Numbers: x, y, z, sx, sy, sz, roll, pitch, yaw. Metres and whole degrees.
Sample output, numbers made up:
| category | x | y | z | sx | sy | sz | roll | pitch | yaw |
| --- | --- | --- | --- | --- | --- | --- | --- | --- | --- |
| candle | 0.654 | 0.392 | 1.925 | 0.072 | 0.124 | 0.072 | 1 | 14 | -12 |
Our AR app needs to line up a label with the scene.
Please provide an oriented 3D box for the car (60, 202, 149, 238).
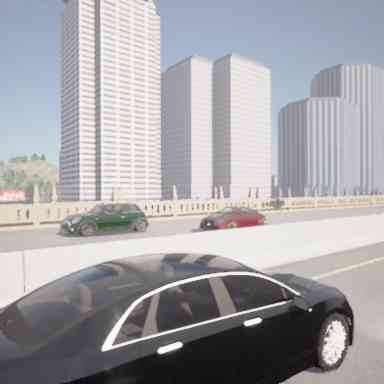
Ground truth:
| category | x | y | z | sx | sy | sz | roll | pitch | yaw |
| --- | --- | --- | --- | --- | --- | --- | --- | --- | --- |
| car | -4.702 | 1.394 | 18.158 | 4.553 | 1.767 | 2.097 | 0 | 0 | -38 |

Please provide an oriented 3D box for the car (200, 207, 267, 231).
| category | x | y | z | sx | sy | sz | roll | pitch | yaw |
| --- | --- | --- | --- | --- | --- | --- | --- | --- | --- |
| car | 2.480 | 1.570 | 19.371 | 4.181 | 1.385 | 1.994 | 0 | 0 | -38 |

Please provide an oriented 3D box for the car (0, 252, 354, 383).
| category | x | y | z | sx | sy | sz | roll | pitch | yaw |
| --- | --- | --- | --- | --- | --- | --- | --- | --- | --- |
| car | 0.055 | 1.510 | 3.993 | 4.892 | 1.490 | 1.837 | 0 | 0 | -37 |
